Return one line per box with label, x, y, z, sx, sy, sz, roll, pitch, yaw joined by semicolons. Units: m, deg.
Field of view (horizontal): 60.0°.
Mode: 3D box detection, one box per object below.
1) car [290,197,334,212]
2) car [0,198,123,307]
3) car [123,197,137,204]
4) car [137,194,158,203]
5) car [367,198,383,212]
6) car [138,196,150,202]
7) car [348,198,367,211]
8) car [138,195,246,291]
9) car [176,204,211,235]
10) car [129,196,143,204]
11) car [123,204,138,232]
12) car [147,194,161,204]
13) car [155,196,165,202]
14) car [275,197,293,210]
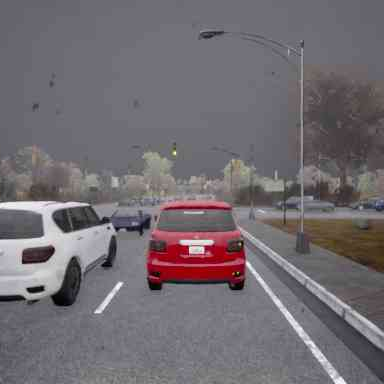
car;13.743;1.564;37.491;4.181;1.385;1.994;0;0;3
car;-3.407;1.222;8.118;2.150;2.045;5.566;0;0;0
car;-10.657;1.601;54.423;1.895;1.301;4.718;0;0;1
car;-7.124;1.352;54.364;2.097;1.767;4.553;0;0;0
car;23.079;1.212;36.990;5.566;2.045;2.150;0;0;3
car;-10.567;1.552;73.301;1.994;1.385;4.181;0;0;0
car;21.725;1.499;40.569;4.892;1.490;1.837;0;0;3
car;0.090;1.222;9.152;2.150;2.045;5.566;0;0;0
car;0.082;1.525;19.821;1.812;1.442;4.674;0;0;0
car;-10.603;1.564;63.230;1.994;1.385;4.181;0;0;1
car;-3.417;1.601;18.730;1.895;1.301;4.718;0;0;0
car;-7.112;1.352;63.249;2.097;1.767;4.553;0;0;0
car;-7.067;1.595;73.497;1.895;1.301;4.718;0;0;0
car;12.594;1.352;41.060;4.553;1.767;2.097;0;0;3
